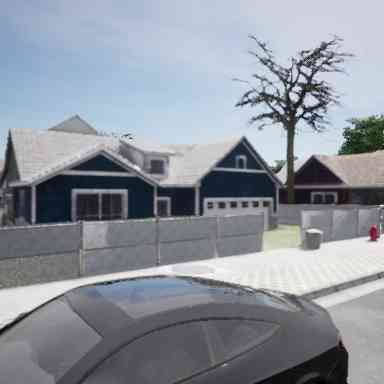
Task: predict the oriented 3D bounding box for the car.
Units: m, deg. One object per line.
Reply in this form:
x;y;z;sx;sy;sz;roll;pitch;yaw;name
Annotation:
-0.621;1.530;2.704;4.674;1.442;1.812;0;0;-33;car
